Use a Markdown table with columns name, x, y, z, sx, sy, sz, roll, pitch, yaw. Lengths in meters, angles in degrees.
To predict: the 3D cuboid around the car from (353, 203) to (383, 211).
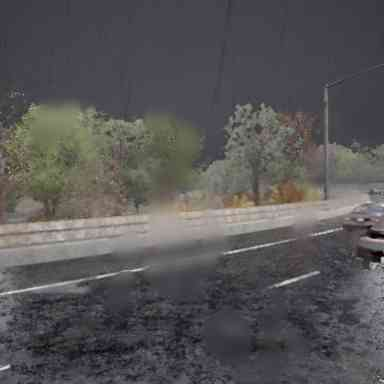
| name | x | y | z | sx | sy | sz | roll | pitch | yaw |
| --- | --- | --- | --- | --- | --- | --- | --- | --- | --- |
| car | 9.376 | 1.266 | 16.802 | 2.033 | 1.411 | 5.357 | 0 | 1 | 45 |

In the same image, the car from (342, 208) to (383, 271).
| name | x | y | z | sx | sy | sz | roll | pitch | yaw |
| --- | --- | --- | --- | --- | --- | --- | --- | --- | --- |
| car | 6.324 | 1.320 | 9.209 | 4.902 | 1.511 | 2.128 | -1 | 1 | -41 |
